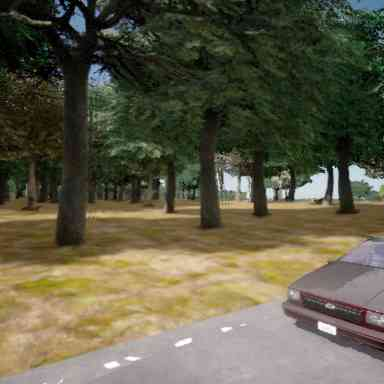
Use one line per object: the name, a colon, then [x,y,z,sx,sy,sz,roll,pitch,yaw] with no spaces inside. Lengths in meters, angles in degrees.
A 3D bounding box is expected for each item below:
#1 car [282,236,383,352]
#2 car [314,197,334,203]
car: [4.100,1.579,6.342,5.357,1.411,2.033,0,0,-36]
car: [34.753,2.153,87.549,4.892,1.490,1.837,0,-2,43]
